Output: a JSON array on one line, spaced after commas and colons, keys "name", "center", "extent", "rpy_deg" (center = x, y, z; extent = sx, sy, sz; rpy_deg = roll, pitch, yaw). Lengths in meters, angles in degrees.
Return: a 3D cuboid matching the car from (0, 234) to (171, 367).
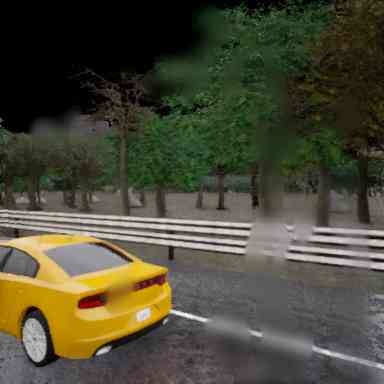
[{"name": "car", "center": [-2.668, 1.499, 5.895], "extent": [5.008, 1.535, 1.882], "rpy_deg": [0, 0, 35]}]
